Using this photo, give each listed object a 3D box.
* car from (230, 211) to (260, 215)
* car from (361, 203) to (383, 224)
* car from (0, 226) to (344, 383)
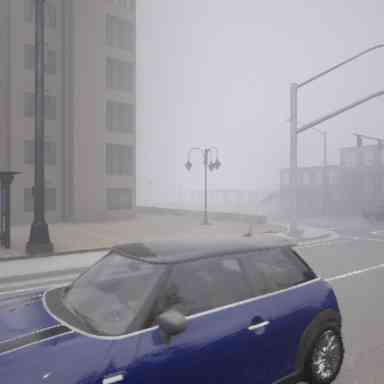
[{"bbox_3d":[5.006,2.701,34.754,1.882,1.535,5.008,0,-9,-36],"label":"car"},{"bbox_3d":[14.054,1.458,22.344,2.128,1.511,4.902,0,0,-36],"label":"car"},{"bbox_3d":[-0.367,1.352,3.712,4.553,1.767,2.097,0,0,-35],"label":"car"}]
